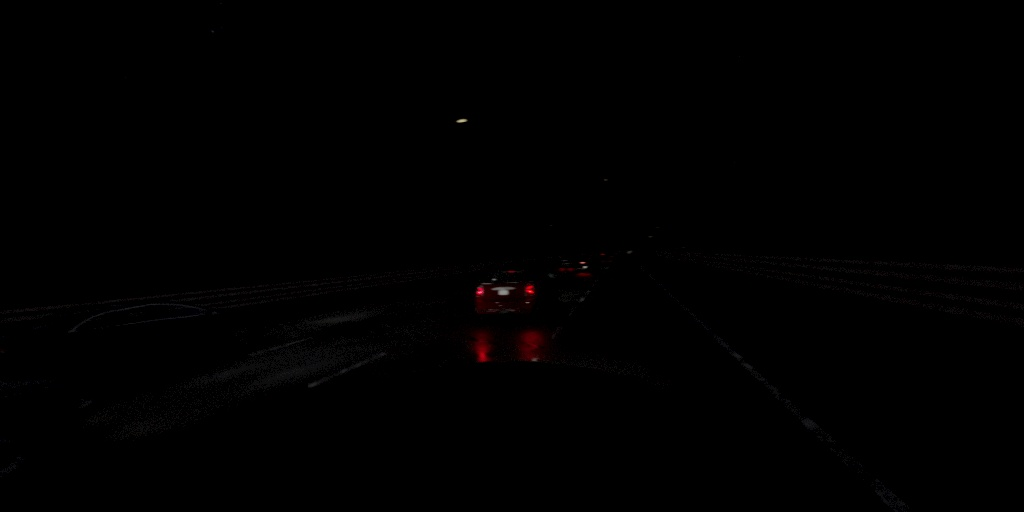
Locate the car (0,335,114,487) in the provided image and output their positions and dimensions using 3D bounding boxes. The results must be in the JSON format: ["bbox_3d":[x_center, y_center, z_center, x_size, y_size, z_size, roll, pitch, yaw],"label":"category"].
[{"bbox_3d":[-6.440,1.753,2.354,1.895,1.301,4.718,-4,0,17],"label":"car"}]

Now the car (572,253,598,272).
[{"bbox_3d":[7.702,0.771,36.693,1.837,1.490,4.892,-4,0,17],"label":"car"}]

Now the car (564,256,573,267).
[{"bbox_3d":[7.893,0.742,49.177,2.128,1.511,4.902,-4,0,17],"label":"car"}]

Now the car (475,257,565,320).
[{"bbox_3d":[0.374,1.076,12.743,2.097,1.767,4.553,-4,0,17],"label":"car"}]

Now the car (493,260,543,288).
[{"bbox_3d":[0.564,1.203,25.288,2.128,1.511,4.902,-4,0,17],"label":"car"}]

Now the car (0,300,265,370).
[{"bbox_3d":[-8.331,1.762,8.146,2.128,1.511,4.902,-4,0,17],"label":"car"}]
